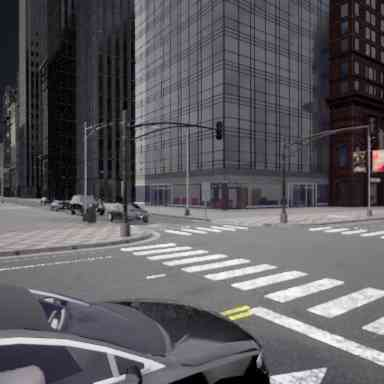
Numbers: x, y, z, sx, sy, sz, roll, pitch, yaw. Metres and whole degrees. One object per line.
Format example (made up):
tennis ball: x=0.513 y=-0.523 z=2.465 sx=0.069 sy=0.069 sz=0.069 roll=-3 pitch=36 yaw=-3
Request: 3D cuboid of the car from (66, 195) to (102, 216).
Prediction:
car: x=-10.798 y=1.325 z=34.089 sx=2.150 sy=2.045 sz=5.566 roll=0 pitch=0 yaw=-36

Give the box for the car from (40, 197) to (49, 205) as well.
car: x=-27.687 y=1.694 z=63.430 sx=1.837 sy=1.490 sz=4.892 roll=0 pitch=0 yaw=-35

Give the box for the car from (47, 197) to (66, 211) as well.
car: x=-16.600 y=1.692 z=42.286 sx=1.994 sy=1.385 sz=4.181 roll=0 pitch=0 yaw=-36

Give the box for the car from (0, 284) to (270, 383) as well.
car: x=-1.496 y=1.492 z=2.370 sx=4.902 sy=1.511 sz=2.128 roll=0 pitch=0 yaw=-36

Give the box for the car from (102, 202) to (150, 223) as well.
car: x=-5.048 y=1.585 z=25.987 sx=1.837 sy=1.490 sz=4.892 roll=0 pitch=0 yaw=-35
